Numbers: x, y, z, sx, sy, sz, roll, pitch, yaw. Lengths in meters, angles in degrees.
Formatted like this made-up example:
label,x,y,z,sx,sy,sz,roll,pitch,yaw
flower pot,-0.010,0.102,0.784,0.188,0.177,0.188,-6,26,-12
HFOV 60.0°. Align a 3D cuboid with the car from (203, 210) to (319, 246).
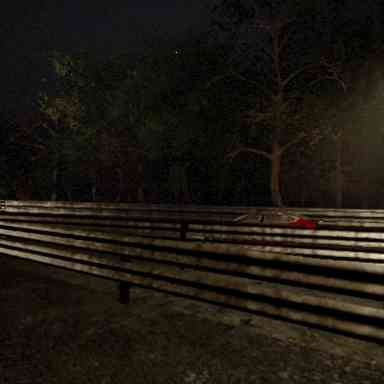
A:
label,x,y,z,sx,sy,sz,roll,pitch,yaw
car,2.835,1.511,14.113,4.792,1.488,2.163,0,0,22
